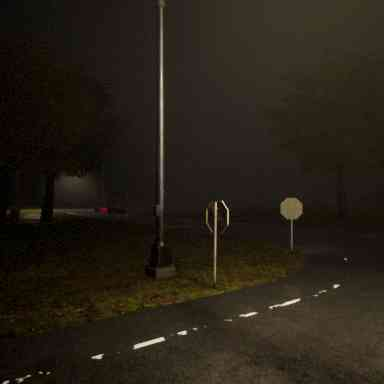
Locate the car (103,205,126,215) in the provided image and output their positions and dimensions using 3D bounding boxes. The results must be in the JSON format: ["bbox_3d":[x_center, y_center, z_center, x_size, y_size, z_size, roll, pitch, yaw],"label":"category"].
[{"bbox_3d":[-12.581,2.921,55.171,1.882,1.535,5.008,2,-2,-33],"label":"car"}]

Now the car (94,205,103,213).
[{"bbox_3d":[-16.624,3.127,61.221,1.994,1.385,4.181,2,-2,-34],"label":"car"}]
